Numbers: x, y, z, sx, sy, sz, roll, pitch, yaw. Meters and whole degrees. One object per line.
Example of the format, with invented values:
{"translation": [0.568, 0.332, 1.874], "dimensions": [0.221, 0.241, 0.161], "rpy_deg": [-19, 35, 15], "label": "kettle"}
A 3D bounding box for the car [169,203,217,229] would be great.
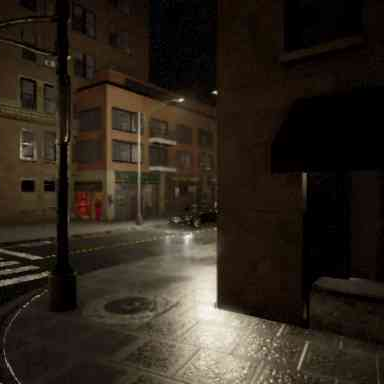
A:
{"translation": [0.444, 1.540, 21.989], "dimensions": [1.837, 1.490, 4.892], "rpy_deg": [0, 0, 36], "label": "car"}
